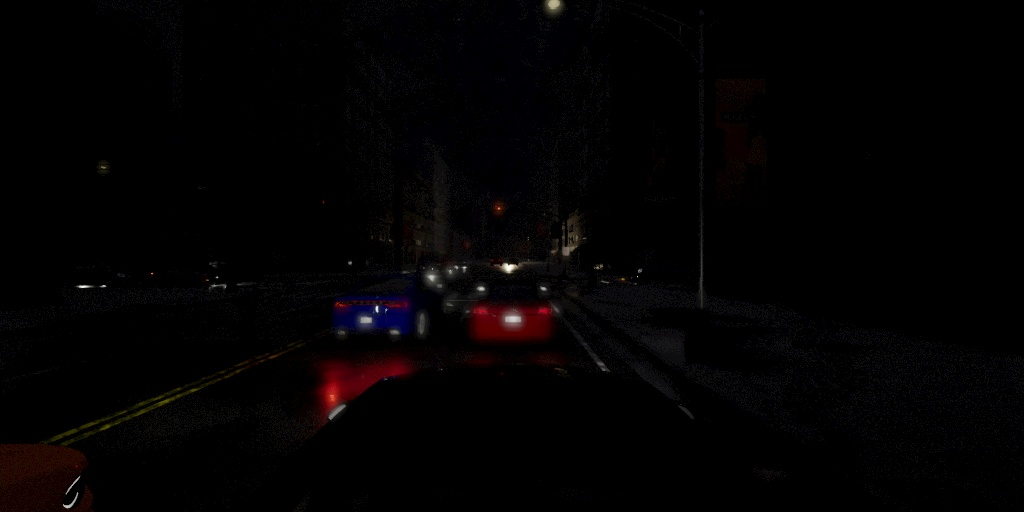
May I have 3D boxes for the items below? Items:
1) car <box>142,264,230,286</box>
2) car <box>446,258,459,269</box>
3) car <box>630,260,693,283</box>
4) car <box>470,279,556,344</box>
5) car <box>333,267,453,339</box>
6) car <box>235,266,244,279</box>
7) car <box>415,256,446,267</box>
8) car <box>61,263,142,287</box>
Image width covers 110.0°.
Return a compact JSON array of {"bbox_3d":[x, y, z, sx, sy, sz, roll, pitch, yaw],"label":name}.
[{"bbox_3d":[-22.526,1.308,24.991,4.181,1.385,1.994,0,0,1],"label":"car"},{"bbox_3d":[-9.682,1.099,53.437,2.097,1.767,4.553,0,0,0],"label":"car"},{"bbox_3d":[11.629,1.140,28.037,4.553,1.767,2.097,0,0,2],"label":"car"},{"bbox_3d":[0.028,1.314,9.623,1.994,1.385,4.181,0,0,0],"label":"car"},{"bbox_3d":[-3.123,1.228,10.151,1.882,1.535,5.008,0,0,0],"label":"car"},{"bbox_3d":[-25.286,1.330,30.497,4.313,1.339,1.948,0,0,0],"label":"car"},{"bbox_3d":[-9.716,0.970,42.344,2.150,2.045,5.566,0,0,0],"label":"car"},{"bbox_3d":[-25.353,1.172,22.473,4.097,1.591,1.967,0,0,0],"label":"car"}]
